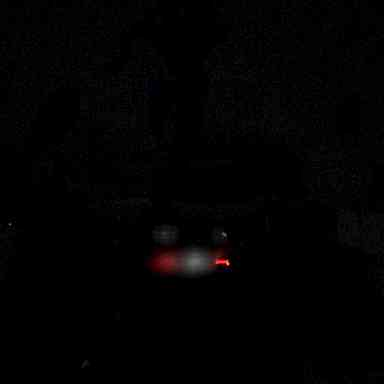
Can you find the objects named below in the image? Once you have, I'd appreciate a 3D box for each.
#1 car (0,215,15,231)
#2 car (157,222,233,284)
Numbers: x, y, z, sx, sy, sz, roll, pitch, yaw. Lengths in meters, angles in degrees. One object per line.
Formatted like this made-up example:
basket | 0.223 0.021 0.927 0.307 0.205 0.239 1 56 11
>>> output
car | -13.465 1.719 20.312 4.892 1.490 1.837 0 -1 1
car | 0.087 1.604 9.749 2.033 1.411 5.357 0 0 0
